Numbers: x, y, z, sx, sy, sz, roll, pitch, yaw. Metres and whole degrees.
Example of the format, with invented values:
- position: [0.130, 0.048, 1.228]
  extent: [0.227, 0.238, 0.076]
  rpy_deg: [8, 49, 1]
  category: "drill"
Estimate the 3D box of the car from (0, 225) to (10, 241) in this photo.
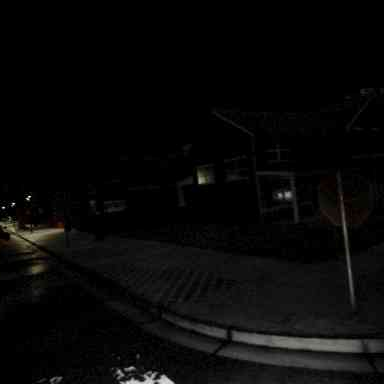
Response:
- position: [-17.225, 3.649, 29.208]
  extent: [1.994, 1.385, 4.181]
  rpy_deg: [-6, 0, -32]
  category: "car"
